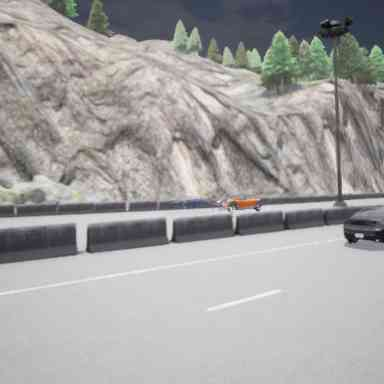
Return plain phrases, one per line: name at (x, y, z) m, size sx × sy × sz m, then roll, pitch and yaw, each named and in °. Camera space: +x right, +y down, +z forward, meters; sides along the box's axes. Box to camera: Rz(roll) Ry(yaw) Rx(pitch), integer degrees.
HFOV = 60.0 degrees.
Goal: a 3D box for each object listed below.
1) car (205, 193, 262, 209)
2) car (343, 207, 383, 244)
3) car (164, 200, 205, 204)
car at (3.791, 0.812, 28.070) m, size 4.553 × 1.767 × 2.097 m, roll -1°, pitch 0°, yaw -36°
car at (8.283, 1.383, 13.954) m, size 4.892 × 1.490 × 1.837 m, roll -1°, pitch 0°, yaw -35°
car at (-0.297, 0.997, 33.752) m, size 5.357 × 1.411 × 2.033 m, roll -1°, pitch 0°, yaw -36°
